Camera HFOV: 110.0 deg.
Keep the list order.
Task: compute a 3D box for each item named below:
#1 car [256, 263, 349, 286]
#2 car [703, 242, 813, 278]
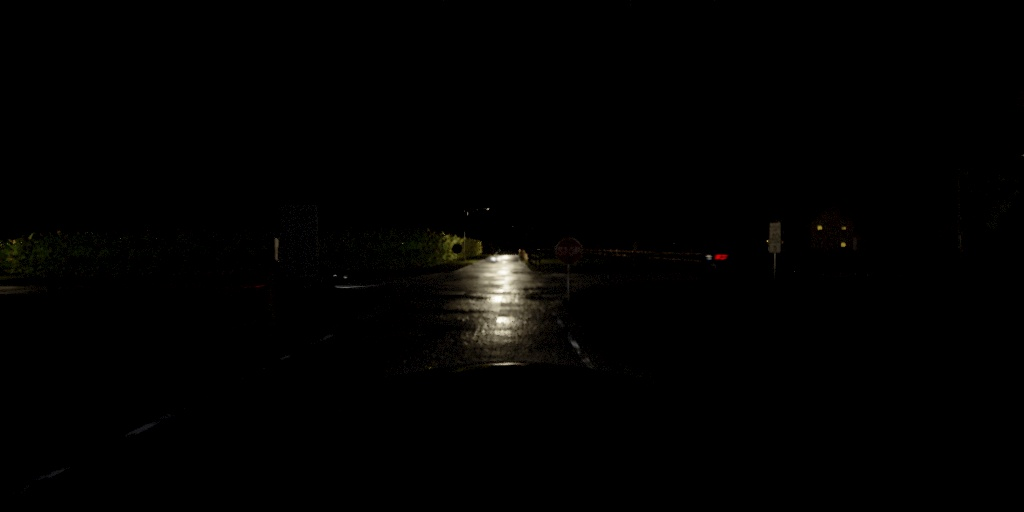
[{"bbox_3d":[-12.131,1.029,20.909,4.892,1.490,1.837,-1,1,0],"label":"car"},{"bbox_3d":[14.193,0.180,20.949,5.566,2.045,2.150,-1,1,0],"label":"car"}]
